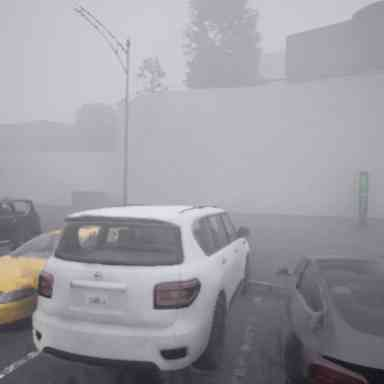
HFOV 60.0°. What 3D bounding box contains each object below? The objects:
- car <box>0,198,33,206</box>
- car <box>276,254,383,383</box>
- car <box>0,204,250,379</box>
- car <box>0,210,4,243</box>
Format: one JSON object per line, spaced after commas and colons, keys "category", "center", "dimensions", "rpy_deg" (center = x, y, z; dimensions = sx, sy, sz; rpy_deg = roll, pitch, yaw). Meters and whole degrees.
{"category": "car", "center": [-7.613, 1.232, 11.180], "dimensions": [2.435, 2.045, 5.566], "rpy_deg": [1, 0, 15]}
{"category": "car", "center": [2.177, 1.518, 4.275], "dimensions": [2.163, 1.488, 4.792], "rpy_deg": [0, -1, 15]}
{"category": "car", "center": [-0.265, 1.243, 6.016], "dimensions": [2.435, 2.045, 5.566], "rpy_deg": [0, -1, 15]}
{"category": "car", "center": [-10.059, 1.505, 12.953], "dimensions": [2.002, 1.452, 4.674], "rpy_deg": [1, 0, 15]}
